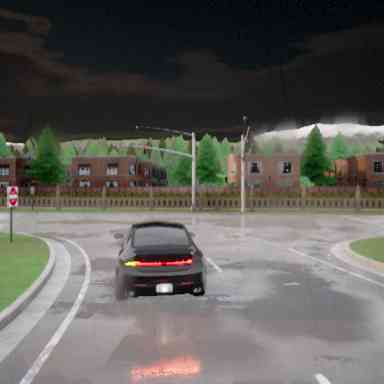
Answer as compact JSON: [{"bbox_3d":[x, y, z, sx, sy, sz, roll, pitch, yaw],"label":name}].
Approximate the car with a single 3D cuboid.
[{"bbox_3d":[-0.888,1.490,8.417,1.837,1.490,4.892,0,0,-9],"label":"car"}]
